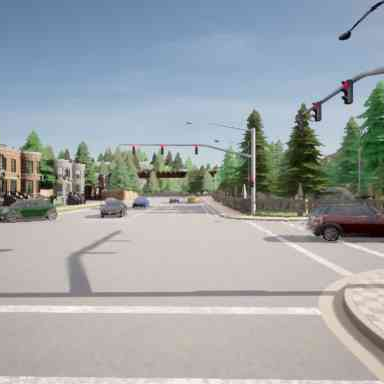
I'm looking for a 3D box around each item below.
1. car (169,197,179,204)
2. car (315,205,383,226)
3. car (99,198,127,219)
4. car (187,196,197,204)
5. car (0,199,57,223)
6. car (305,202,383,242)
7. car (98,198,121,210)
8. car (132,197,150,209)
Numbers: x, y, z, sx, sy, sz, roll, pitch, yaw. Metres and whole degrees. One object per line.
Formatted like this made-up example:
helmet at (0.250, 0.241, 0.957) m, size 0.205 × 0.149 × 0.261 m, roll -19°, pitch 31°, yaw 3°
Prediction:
car at (-3.450, 1.601, 65.232) m, size 1.895 × 1.301 × 4.718 m, roll 0°, pitch 0°, yaw 0°
car at (11.171, 1.601, 22.914) m, size 4.718 × 1.301 × 1.895 m, roll 0°, pitch 0°, yaw 2°
car at (-6.920, 1.505, 29.670) m, size 1.837 × 1.490 × 4.892 m, roll 0°, pitch 0°, yaw -4°
car at (0.051, 1.477, 64.944) m, size 1.882 × 1.535 × 5.008 m, roll 0°, pitch 0°, yaw 0°
car at (-12.805, 1.351, 25.514) m, size 2.097 × 1.767 × 4.553 m, roll 0°, pitch 0°, yaw 33°
car at (7.868, 1.352, 15.755) m, size 4.553 × 1.767 × 2.097 m, roll 0°, pitch 0°, yaw 3°
car at (-10.619, 1.525, 42.970) m, size 1.812 × 1.442 × 4.674 m, roll 0°, pitch 0°, yaw 0°
car at (-7.112, 1.477, 46.451) m, size 1.882 × 1.535 × 5.008 m, roll 0°, pitch 0°, yaw 0°
